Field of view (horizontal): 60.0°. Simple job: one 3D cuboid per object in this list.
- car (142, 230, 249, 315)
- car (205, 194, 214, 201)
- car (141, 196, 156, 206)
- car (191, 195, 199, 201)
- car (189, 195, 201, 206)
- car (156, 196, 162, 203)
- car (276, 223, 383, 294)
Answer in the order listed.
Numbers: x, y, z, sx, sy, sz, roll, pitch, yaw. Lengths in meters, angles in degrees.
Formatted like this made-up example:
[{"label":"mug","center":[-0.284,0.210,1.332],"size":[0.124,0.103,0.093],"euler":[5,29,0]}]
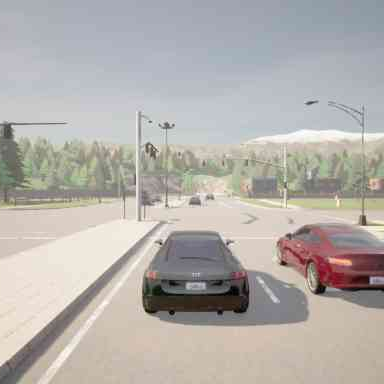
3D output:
[{"label":"car","center":[0.058,1.564,7.649],"size":[1.994,1.385,4.181],"euler":[0,0,0]},{"label":"car","center":[4.355,1.188,82.002],"size":[2.097,1.767,4.553],"euler":[0,0,1]},{"label":"car","center":[-7.622,1.351,53.911],"size":[2.097,1.767,4.553],"euler":[0,0,1]},{"label":"car","center":[0.856,1.428,82.108],"size":[1.895,1.301,4.718],"euler":[0,0,1]},{"label":"car","center":[0.505,1.563,56.652],"size":[1.994,1.385,4.181],"euler":[0,0,1]},{"label":"car","center":[-7.315,1.537,69.753],"size":[2.033,1.411,5.357],"euler":[0,0,1]},{"label":"car","center":[3.556,1.526,8.651],"size":[1.812,1.442,4.674],"euler":[0,0,0]}]
